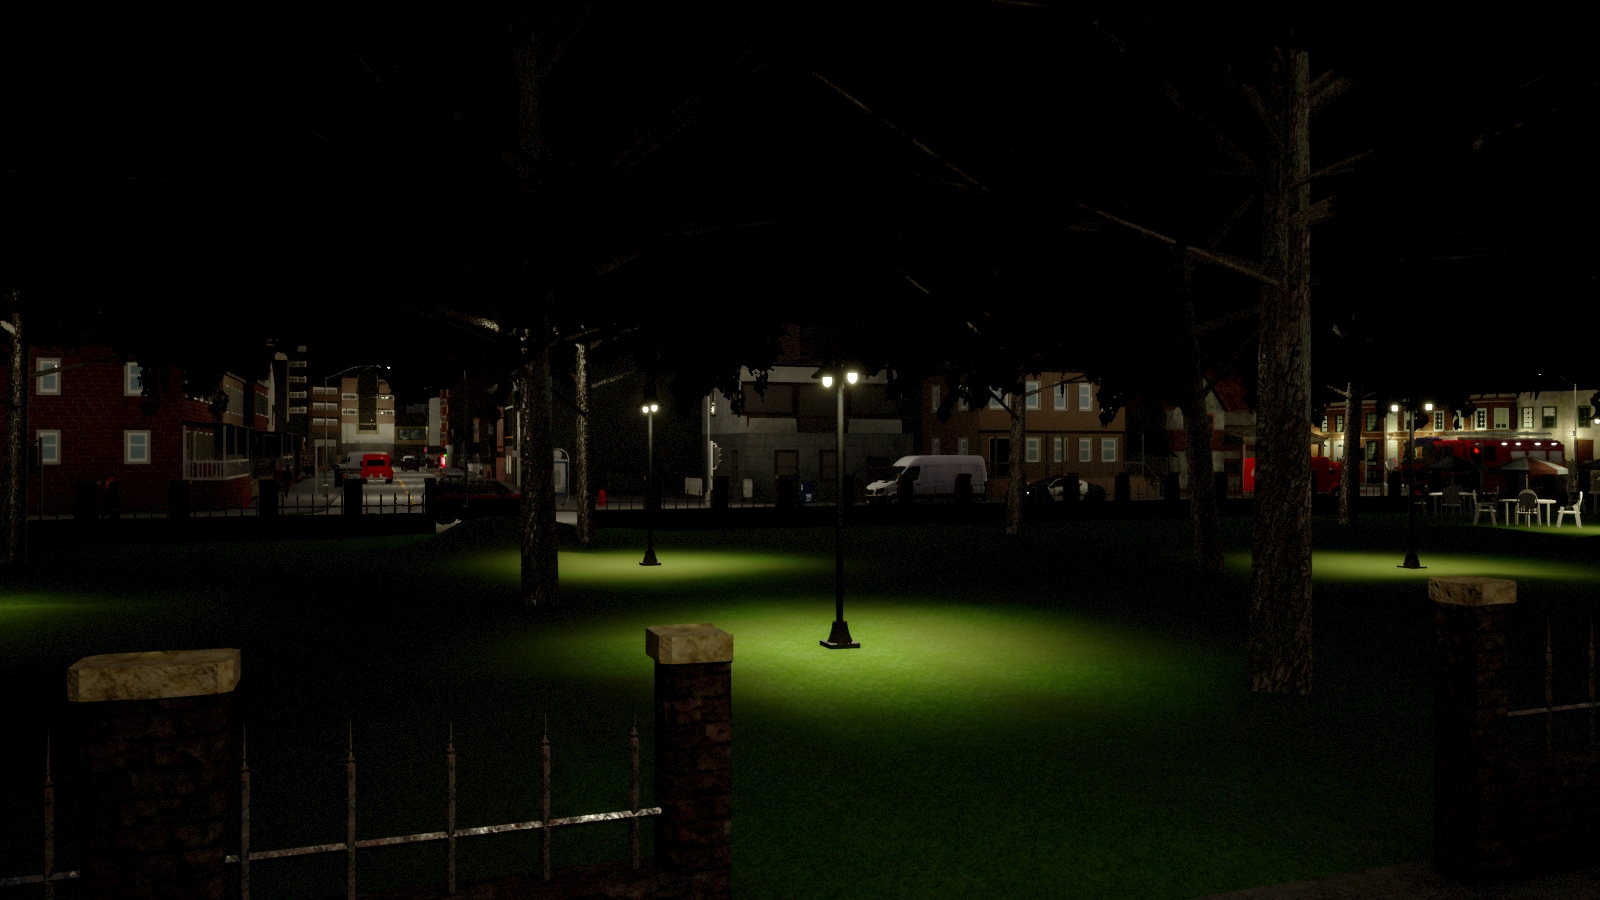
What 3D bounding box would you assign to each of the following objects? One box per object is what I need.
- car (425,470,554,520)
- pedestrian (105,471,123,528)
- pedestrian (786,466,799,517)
[{"bbox_3d":[-11.818,1.686,43.455,4.553,1.767,2.097,0,0,-20],"label":"car"},{"bbox_3d":[-22.653,1.628,37.735,0.375,1.860,0.375,0,0,10],"label":"pedestrian"},{"bbox_3d":[-0.275,1.525,42.017,0.375,1.860,0.375,0,0,-20],"label":"pedestrian"}]
